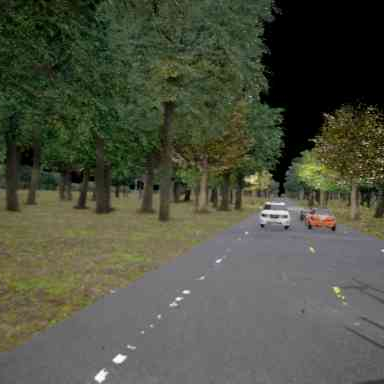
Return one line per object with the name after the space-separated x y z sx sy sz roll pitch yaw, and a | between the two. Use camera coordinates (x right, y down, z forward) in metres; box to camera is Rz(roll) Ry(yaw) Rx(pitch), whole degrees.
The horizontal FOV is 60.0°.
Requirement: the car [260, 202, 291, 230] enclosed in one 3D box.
6.836 1.873 27.373 2.150 2.045 5.566 3 -1 15 | car

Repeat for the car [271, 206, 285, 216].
13.388 2.928 51.829 1.895 1.301 4.718 3 -1 15 | car

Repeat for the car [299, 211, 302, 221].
13.785 2.666 39.442 2.128 1.511 4.902 3 -1 15 | car

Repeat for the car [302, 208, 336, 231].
10.931 2.224 28.511 2.097 1.767 4.553 3 -1 15 | car
